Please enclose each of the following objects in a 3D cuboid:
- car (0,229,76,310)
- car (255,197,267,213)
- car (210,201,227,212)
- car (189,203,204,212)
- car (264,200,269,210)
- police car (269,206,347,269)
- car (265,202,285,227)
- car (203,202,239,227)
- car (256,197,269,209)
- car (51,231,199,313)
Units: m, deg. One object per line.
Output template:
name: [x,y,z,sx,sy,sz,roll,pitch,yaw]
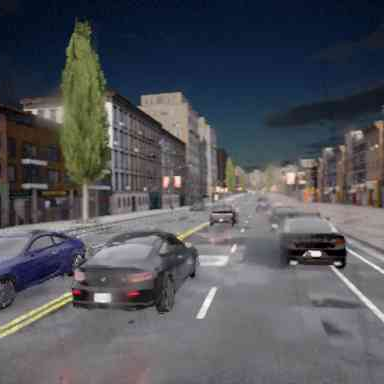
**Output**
car: [-4.457,1.756,8.590,1.812,1.442,4.674,-2,-1,11]
car: [9.828,1.851,45.758,2.097,1.767,4.553,-2,-1,11]
car: [3.994,2.201,50.101,1.882,1.535,5.008,-2,-2,12]
car: [0.900,2.382,51.166,1.994,1.385,4.181,-2,-1,12]
car: [7.080,1.678,27.342,1.801,1.575,5.366,-2,-1,11]
police car: [3.876,1.493,11.583,1.930,1.638,5.238,-2,-1,11]
car: [5.848,1.662,21.274,1.837,1.490,4.892,-2,-1,11]
car: [2.512,1.795,25.578,2.128,1.511,4.902,-2,-1,11]
car: [13.272,2.024,62.699,2.150,2.045,5.566,-2,-1,11]
car: [-1.071,1.664,7.948,1.812,1.442,4.674,-2,-1,11]
